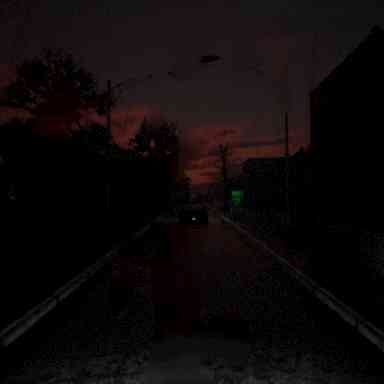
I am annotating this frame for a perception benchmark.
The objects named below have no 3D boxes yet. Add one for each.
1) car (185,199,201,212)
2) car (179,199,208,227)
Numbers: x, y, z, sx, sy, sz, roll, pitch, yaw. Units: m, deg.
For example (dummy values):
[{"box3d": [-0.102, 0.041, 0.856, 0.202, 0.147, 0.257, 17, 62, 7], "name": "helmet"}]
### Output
[{"box3d": [0.110, 1.585, 41.208, 1.837, 1.490, 4.892, 0, 0, 0], "name": "car"}, {"box3d": [0.106, 1.520, 23.139, 1.882, 1.535, 5.008, 0, 0, 0], "name": "car"}]
